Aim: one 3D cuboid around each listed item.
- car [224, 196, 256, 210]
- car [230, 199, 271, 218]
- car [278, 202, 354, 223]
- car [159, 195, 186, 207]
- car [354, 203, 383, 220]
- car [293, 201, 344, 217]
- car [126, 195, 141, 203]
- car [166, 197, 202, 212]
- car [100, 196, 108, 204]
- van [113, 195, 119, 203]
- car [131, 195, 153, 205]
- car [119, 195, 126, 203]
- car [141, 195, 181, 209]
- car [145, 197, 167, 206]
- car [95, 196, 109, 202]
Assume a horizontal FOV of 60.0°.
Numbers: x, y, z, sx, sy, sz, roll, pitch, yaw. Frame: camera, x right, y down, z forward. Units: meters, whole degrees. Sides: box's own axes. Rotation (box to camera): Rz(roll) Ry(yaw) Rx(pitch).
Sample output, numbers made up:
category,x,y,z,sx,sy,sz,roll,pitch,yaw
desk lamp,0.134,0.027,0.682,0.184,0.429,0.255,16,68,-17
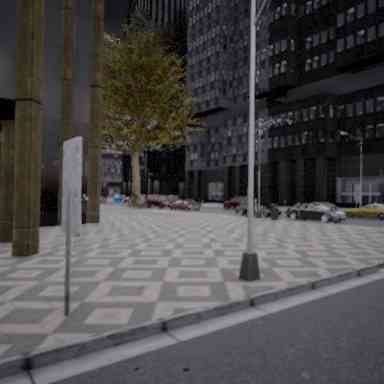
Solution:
category,x,y,z,sx,sy,sz,roll,pitch,yaw
car,6.193,1.428,42.319,2.192,1.841,5.009,1,-1,-35
car,5.614,1.496,28.385,1.947,1.339,4.313,1,-1,-35
car,8.801,1.474,23.887,2.008,1.369,4.403,1,-1,-35
car,-3.368,1.451,55.812,2.192,1.841,5.009,1,-1,-35
car,15.653,1.617,28.961,1.752,1.417,4.829,1,-1,-35
car,12.564,1.649,33.320,2.008,1.369,4.403,1,-1,-35
car,-7.134,1.399,46.380,1.967,1.590,4.097,1,-1,-35
car,-0.761,1.526,37.382,1.802,1.307,4.206,1,-1,-35
car,-16.696,1.424,59.875,1.967,1.590,4.097,1,-1,-35
van,-16.117,1.510,73.804,1.690,1.788,3.998,1,-1,-35
car,-9.743,1.467,64.808,2.192,1.841,5.009,1,-1,-35
car,-12.933,1.706,69.303,1.887,1.381,4.507,1,-1,-35
car,-3.945,1.266,41.883,2.192,1.841,5.009,1,-1,-35
car,-6.559,1.689,60.308,1.887,1.381,4.507,1,-1,-35
car,-22.495,1.753,82.797,1.947,1.339,4.313,1,-1,-35
